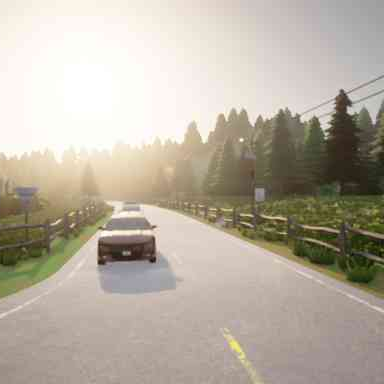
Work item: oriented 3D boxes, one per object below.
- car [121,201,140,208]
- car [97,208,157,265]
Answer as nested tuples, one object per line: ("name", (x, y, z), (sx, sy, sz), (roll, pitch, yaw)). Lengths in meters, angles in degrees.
("car", (-4.606, 1.712, 25.295), (1.812, 1.442, 4.674), (0, 0, -10))
("car", (-2.386, 1.579, 12.441), (1.882, 1.535, 5.008), (0, 0, -10))
